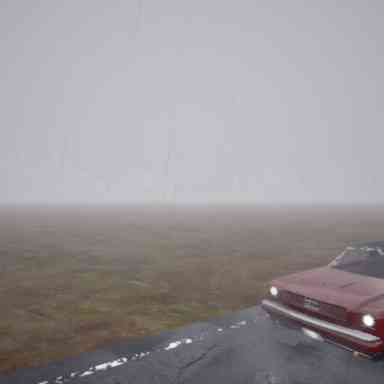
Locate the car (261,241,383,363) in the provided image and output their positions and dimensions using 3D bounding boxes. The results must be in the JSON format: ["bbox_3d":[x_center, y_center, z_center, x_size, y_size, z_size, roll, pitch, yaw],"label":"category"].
[{"bbox_3d":[3.425,1.606,5.749,4.718,1.301,1.895,0,0,-35],"label":"car"}]
